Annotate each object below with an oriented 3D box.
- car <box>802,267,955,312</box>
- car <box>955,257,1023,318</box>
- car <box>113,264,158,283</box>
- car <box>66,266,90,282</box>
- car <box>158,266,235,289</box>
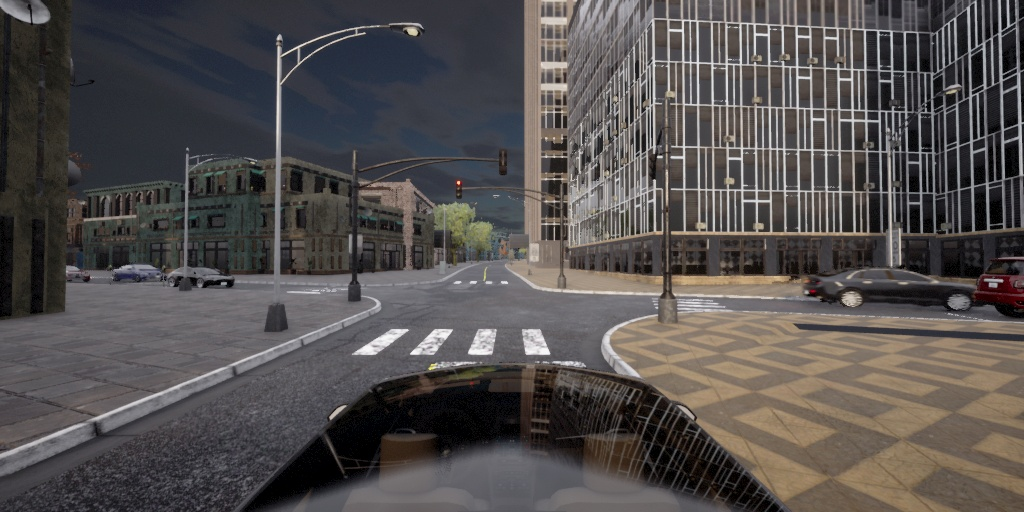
[{"bbox_3d":[13.927,1.177,13.375,4.892,1.490,1.837,0,-1,20],"label":"car"},{"bbox_3d":[16.301,0.923,9.654,5.009,1.841,2.192,0,0,20],"label":"car"},{"bbox_3d":[-30.179,1.372,29.128,4.674,1.442,1.812,0,-1,20],"label":"car"},{"bbox_3d":[-35.317,1.404,28.227,4.207,1.307,1.802,0,0,20],"label":"car"},{"bbox_3d":[-19.653,1.325,22.632,4.313,1.339,1.948,0,0,20],"label":"car"}]
